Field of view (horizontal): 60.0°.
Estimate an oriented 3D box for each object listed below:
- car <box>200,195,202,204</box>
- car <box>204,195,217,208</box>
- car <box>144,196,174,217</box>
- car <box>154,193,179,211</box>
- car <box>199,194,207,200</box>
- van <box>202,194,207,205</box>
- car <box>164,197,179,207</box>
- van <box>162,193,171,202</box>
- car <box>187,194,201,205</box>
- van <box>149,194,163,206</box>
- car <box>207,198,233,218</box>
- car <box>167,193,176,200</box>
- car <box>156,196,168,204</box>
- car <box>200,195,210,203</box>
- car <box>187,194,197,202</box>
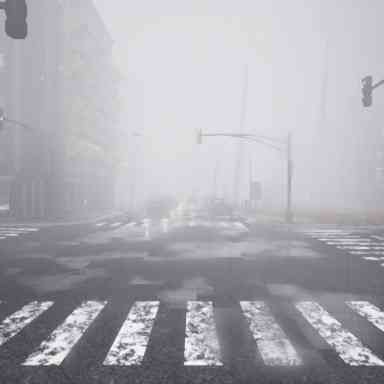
[{"bbox_3d":[2.673,1.490,52.570,1.887,1.381,4.507,-1,0,0],"label":"car"},{"bbox_3d":[2.663,1.410,35.632,1.967,1.590,4.097,-1,0,0],"label":"car"},{"bbox_3d":[-3.079,1.453,31.218,1.882,1.535,5.008,0,0,0],"label":"car"},{"bbox_3d":[-3.069,1.315,40.532,2.097,1.767,4.553,0,0,0],"label":"car"},{"bbox_3d":[2.726,1.313,86.445,1.967,1.590,4.097,-1,0,0],"label":"car"},{"bbox_3d":[2.668,1.295,46.924,1.690,1.788,3.998,-1,0,0],"label":"van"},{"bbox_3d":[-3.052,1.513,50.497,1.994,1.385,4.181,0,0,0],"label":"car"},{"bbox_3d":[-5.665,1.242,75.127,1.690,1.788,3.998,-1,0,0],"label":"van"},{"bbox_3d":[0.141,1.481,59.071,2.033,1.411,5.357,0,0,-1],"label":"car"},{"bbox_3d":[-5.677,1.286,52.541,1.690,1.788,3.998,-1,0,0],"label":"van"},{"bbox_3d":[2.662,1.522,29.987,1.887,1.381,4.507,-1,0,0],"label":"car"},{"bbox_3d":[-5.657,1.173,92.065,2.192,1.841,5.009,-1,0,0],"label":"car"},{"bbox_3d":[-5.668,1.470,63.833,1.887,1.381,4.507,-1,0,0],"label":"car"},{"bbox_3d":[2.687,1.353,69.507,1.967,1.590,4.097,-1,0,0],"label":"car"},{"bbox_3d":[0.065,1.264,71.014,2.097,1.767,4.553,0,0,0],"label":"car"}]
